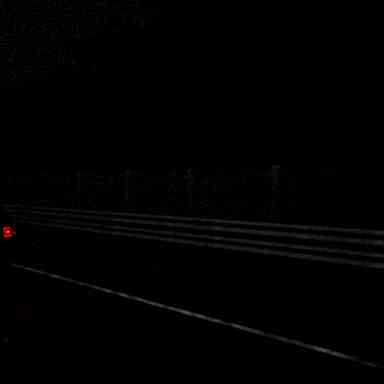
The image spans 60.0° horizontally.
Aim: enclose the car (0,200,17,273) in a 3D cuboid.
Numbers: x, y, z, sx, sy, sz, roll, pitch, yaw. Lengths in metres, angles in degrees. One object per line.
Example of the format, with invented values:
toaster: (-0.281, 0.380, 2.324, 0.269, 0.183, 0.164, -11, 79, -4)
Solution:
car: (-6.926, 1.095, 8.927, 5.566, 2.045, 2.150, 1, 1, 35)
